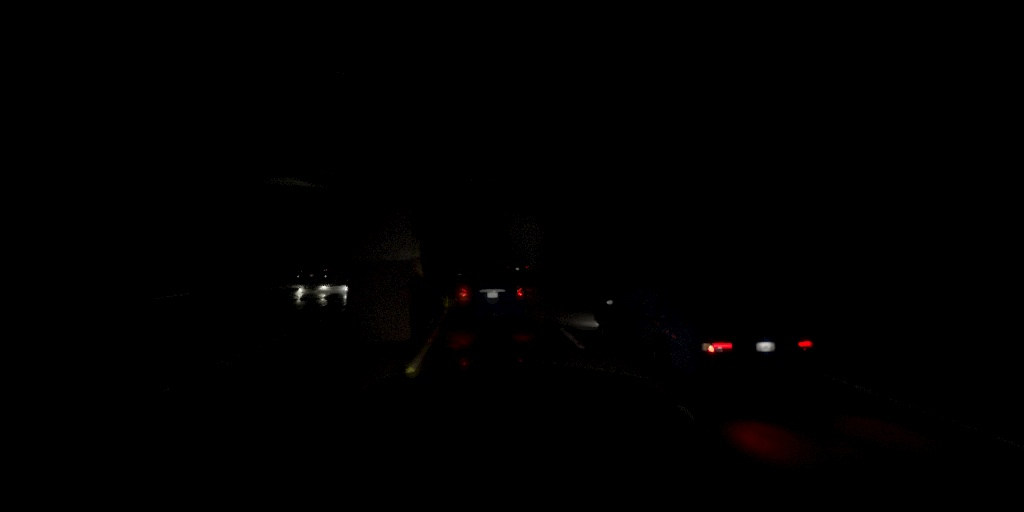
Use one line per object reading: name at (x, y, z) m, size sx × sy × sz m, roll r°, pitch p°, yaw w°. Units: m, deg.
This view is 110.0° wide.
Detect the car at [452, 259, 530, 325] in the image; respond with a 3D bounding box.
car at (-0.771, 1.118, 12.164) m, size 2.097 × 1.767 × 4.553 m, roll 0°, pitch 0°, yaw -6°

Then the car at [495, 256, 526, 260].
car at (-0.361, 1.003, 27.501) m, size 2.150 × 2.045 × 5.566 m, roll 0°, pitch 0°, yaw -16°

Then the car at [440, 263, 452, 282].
car at (-4.787, 1.282, 29.849) m, size 1.882 × 1.535 × 5.008 m, roll 0°, pitch 0°, yaw -18°

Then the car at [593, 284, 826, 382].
car at (3.279, 1.289, 7.383) m, size 2.033 × 1.411 × 5.357 m, roll 0°, pitch 0°, yaw -4°

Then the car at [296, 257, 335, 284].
car at (-15.671, 1.076, 28.910) m, size 2.150 × 2.045 × 5.566 m, roll 0°, pitch 0°, yaw -20°

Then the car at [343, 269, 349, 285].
car at (-11.500, 1.397, 27.197) m, size 1.994 × 1.385 × 4.181 m, roll 0°, pitch 0°, yaw -19°
